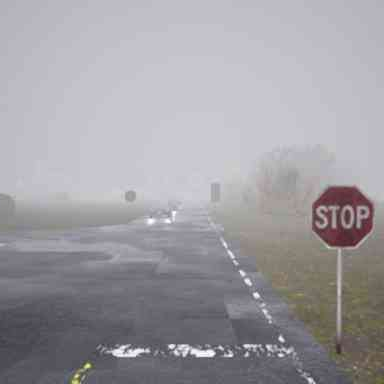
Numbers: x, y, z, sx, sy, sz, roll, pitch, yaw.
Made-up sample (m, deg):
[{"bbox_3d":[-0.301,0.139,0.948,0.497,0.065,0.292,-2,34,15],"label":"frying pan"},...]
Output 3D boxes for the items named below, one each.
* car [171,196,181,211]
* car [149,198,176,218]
[{"bbox_3d":[-2.754,1.556,40.581,1.994,1.385,4.181,0,0,0],"label":"car"},{"bbox_3d":[-2.773,1.515,30.529,1.812,1.442,4.674,0,0,0],"label":"car"}]
